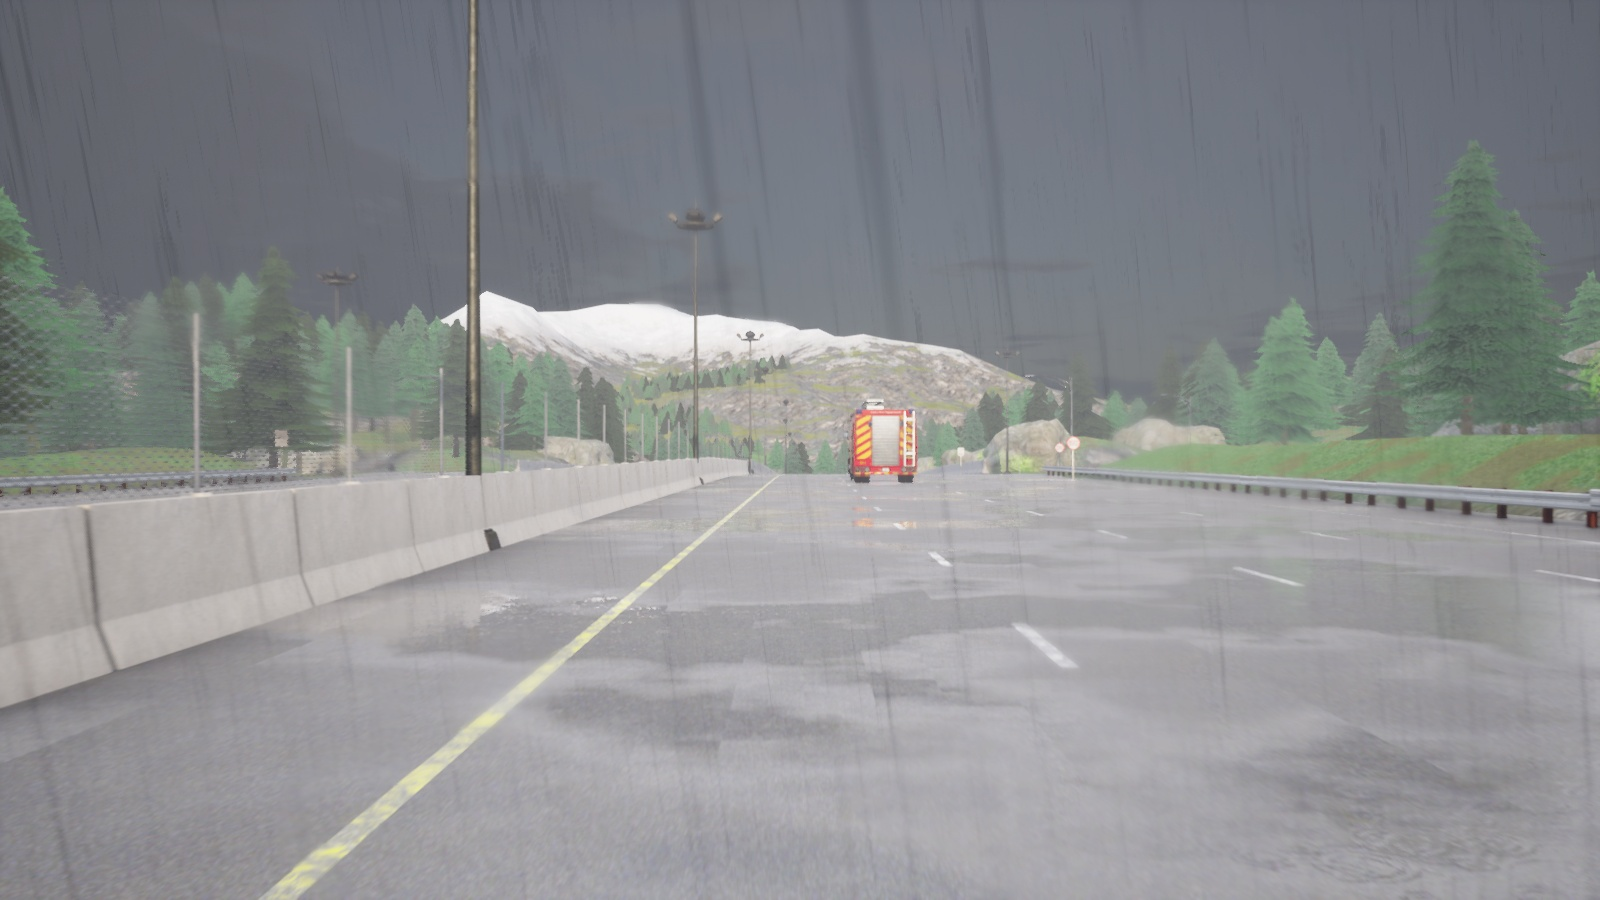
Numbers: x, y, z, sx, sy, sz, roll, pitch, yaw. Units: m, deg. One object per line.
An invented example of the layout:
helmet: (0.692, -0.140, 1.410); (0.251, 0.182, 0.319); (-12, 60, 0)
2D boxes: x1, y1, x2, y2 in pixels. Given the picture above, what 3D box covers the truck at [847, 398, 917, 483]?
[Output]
truck: (3.862, -0.409, 60.793); (2.891, 3.827, 8.468); (0, 0, 0)
